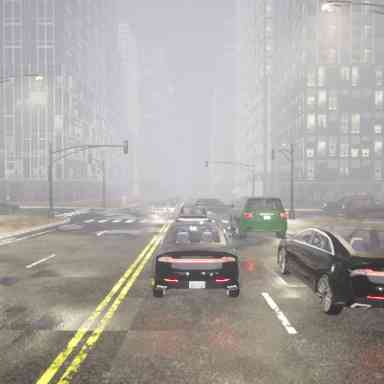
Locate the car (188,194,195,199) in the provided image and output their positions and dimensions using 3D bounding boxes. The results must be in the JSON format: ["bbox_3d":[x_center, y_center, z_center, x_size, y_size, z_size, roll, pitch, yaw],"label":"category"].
[{"bbox_3d":[-0.247,1.333,91.325,1.895,1.301,4.718,0,0,0],"label":"car"}]

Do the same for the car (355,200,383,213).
[{"bbox_3d":[21.705,1.641,38.433,4.829,1.417,1.752,1,0,1],"label":"car"}]

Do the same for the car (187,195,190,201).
[{"bbox_3d":[-0.218,1.454,80.878,2.033,1.411,5.357,0,0,0],"label":"car"}]

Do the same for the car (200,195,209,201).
[{"bbox_3d":[3.031,1.510,81.331,1.895,1.301,4.718,0,0,0],"label":"car"}]

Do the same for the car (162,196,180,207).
[{"bbox_3d":[-3.481,1.453,51.405,2.128,1.511,4.902,0,0,0],"label":"car"}]

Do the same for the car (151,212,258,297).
[{"bbox_3d":[0.077,1.487,8.527,2.128,1.511,4.902,0,0,0],"label":"car"}]

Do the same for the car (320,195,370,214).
[{"bbox_3d":[16.853,1.337,35.901,5.566,2.045,2.150,1,1,1],"label":"car"}]

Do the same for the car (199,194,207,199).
[{"bbox_3d":[3.004,1.291,91.303,1.994,1.385,4.181,0,0,0],"label":"car"}]

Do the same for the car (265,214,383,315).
[{"bbox_3d":[3.327,1.488,7.518,2.128,1.511,4.902,0,0,0],"label":"car"}]

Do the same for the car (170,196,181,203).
[{"bbox_3d":[-3.442,1.490,70.642,1.994,1.385,4.181,0,0,0],"label":"car"}]

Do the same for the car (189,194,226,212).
[{"bbox_3d":[2.261,1.391,32.901,4.553,1.767,2.097,1,1,1],"label":"car"}]

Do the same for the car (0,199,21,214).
[{"bbox_3d":[-19.483,1.406,33.209,4.181,1.385,1.994,1,1,1],"label":"car"}]

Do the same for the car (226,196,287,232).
[{"bbox_3d":[3.302,1.212,17.360,2.150,2.045,5.566,0,0,0],"label":"car"}]

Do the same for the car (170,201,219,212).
[{"bbox_3d":[0.051,1.482,17.712,2.128,1.511,4.902,0,0,0],"label":"car"}]

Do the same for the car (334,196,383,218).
[{"bbox_3d":[16.119,1.518,30.131,5.009,1.841,2.192,1,0,1],"label":"car"}]
